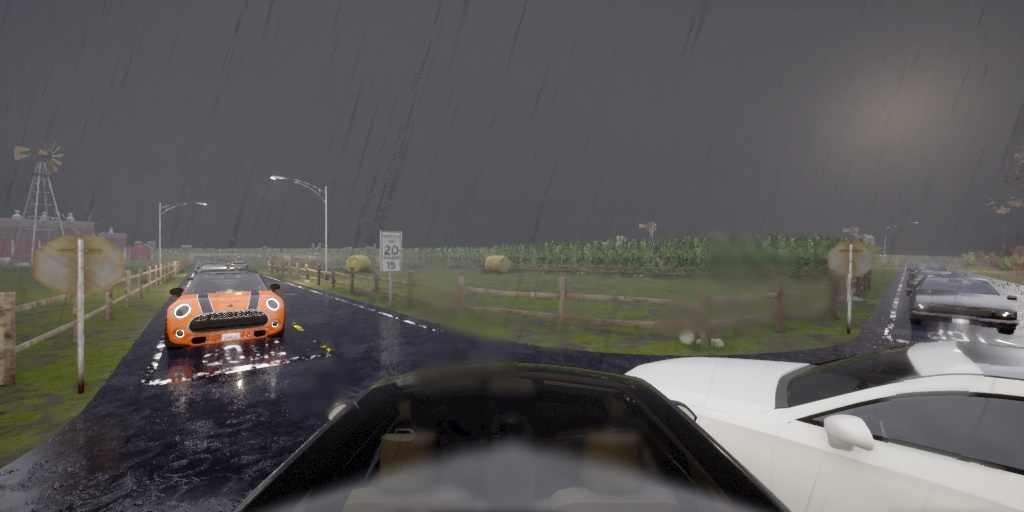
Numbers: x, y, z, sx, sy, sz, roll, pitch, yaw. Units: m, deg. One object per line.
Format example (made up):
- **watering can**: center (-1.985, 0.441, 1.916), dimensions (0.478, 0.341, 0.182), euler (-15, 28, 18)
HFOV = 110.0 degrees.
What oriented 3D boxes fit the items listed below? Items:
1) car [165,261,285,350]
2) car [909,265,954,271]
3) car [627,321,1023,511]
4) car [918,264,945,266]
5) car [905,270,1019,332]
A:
- **car**: center (-7.438, 1.136, 9.415), dimensions (2.097, 1.767, 4.553), euler (0, 0, -39)
- **car**: center (21.104, 1.359, 17.770), dimensions (4.181, 1.385, 1.994), euler (0, 1, -42)
- **car**: center (2.866, 1.293, 2.171), dimensions (1.812, 1.442, 4.674), euler (0, 1, -43)
- **car**: center (28.765, 1.302, 24.653), dimensions (4.902, 1.511, 2.128), euler (0, 1, -42)
- **car**: center (13.675, 1.332, 11.086), dimensions (5.357, 1.411, 2.033), euler (0, 1, -42)
